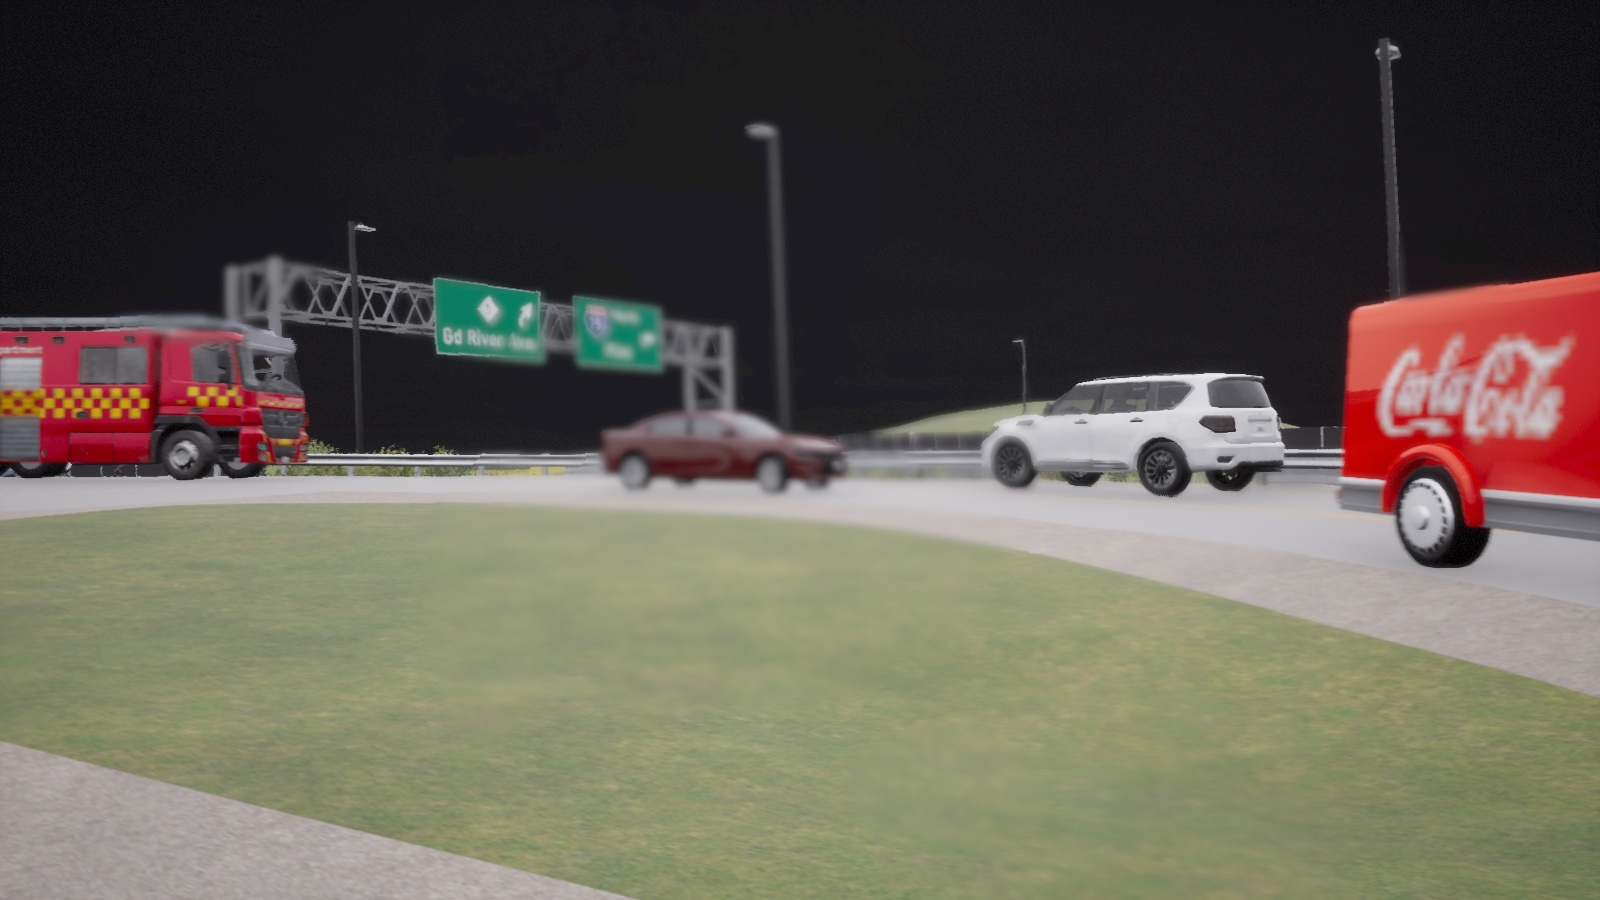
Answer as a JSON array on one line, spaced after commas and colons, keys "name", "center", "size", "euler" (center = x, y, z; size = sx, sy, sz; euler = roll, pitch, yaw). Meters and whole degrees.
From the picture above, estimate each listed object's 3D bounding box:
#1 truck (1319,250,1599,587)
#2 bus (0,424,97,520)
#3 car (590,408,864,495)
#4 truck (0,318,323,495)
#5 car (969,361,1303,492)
[{"name": "truck", "center": [6.989, -0.313, 10.199], "size": [2.627, 2.467, 5.204], "euler": [-3, 2, -11]}, {"name": "bus", "center": [-39.232, 1.157, 59.611], "size": [10.273, 4.253, 3.944], "euler": [-3, 0, 16]}, {"name": "car", "center": [-1.441, 0.031, 24.087], "size": [5.008, 1.535, 1.882], "euler": [-1, 1, 29]}, {"name": "truck", "center": [-16.021, -0.932, 29.561], "size": [8.468, 3.827, 2.891], "euler": [-1, 0, 3]}, {"name": "car", "center": [5.824, -0.384, 22.519], "size": [2.150, 2.045, 5.566], "euler": [-2, 1, -38]}]
